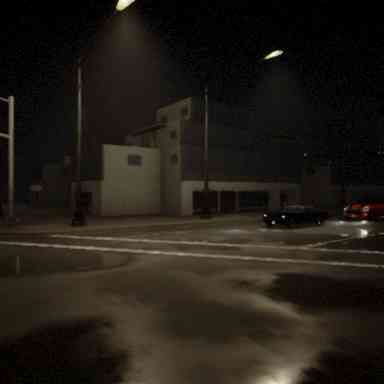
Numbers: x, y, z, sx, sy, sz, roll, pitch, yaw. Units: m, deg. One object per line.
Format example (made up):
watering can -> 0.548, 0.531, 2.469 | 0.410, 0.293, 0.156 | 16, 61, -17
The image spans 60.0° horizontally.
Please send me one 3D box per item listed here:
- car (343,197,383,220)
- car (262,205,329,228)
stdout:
car -> 14.362, 1.250, 27.113 | 4.553, 1.767, 2.097 | -1, 1, -35
car -> 6.809, 1.562, 21.749 | 4.718, 1.301, 1.895 | 0, 0, -35
